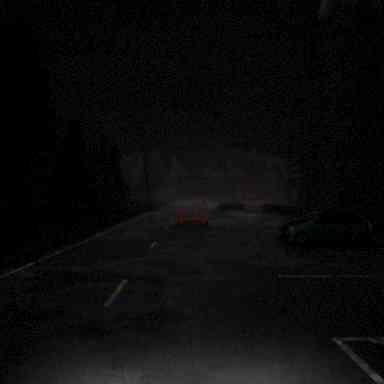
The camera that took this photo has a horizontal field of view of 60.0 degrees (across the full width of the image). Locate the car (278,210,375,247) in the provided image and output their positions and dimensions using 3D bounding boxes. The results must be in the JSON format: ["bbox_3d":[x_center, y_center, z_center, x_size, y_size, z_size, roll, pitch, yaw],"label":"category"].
[{"bbox_3d":[6.045,1.630,15.270,3.988,1.617,1.851,0,-1,-1],"label":"car"}]

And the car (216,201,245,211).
[{"bbox_3d":[5.565,2.012,48.277,4.181,1.381,1.994,0,-1,-1],"label":"car"}]

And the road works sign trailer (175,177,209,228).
[{"bbox_3d":[0.004,0.696,24.164,2.380,3.560,2.880,0,-1,0],"label":"road works sign trailer"}]
